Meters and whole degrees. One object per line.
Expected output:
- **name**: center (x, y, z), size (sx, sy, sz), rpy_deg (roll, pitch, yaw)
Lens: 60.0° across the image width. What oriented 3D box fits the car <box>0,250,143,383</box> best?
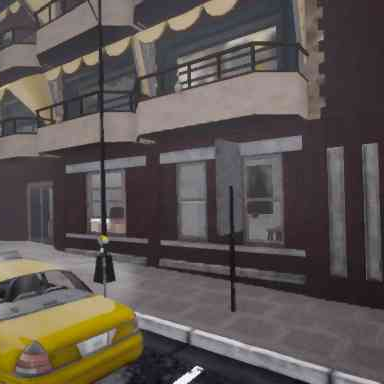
- **car**: center (-2.862, 1.528, 4.788), size (4.829, 1.417, 1.752), rpy_deg (0, -2, 36)
